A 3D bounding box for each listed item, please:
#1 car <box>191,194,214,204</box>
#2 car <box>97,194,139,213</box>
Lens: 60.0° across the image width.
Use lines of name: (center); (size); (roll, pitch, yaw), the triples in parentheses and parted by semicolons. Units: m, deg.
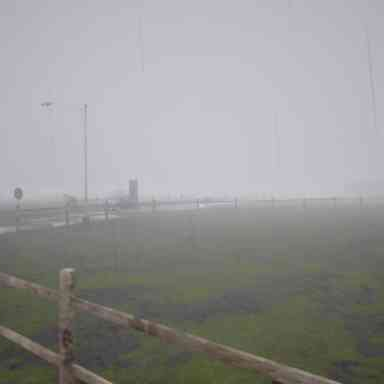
car: (1.624, 1.014, 49.325); (1.812, 1.442, 4.674); (0, 1, 31)
car: (-7.304, 1.042, 32.973); (2.097, 1.767, 4.553); (0, 1, 27)
